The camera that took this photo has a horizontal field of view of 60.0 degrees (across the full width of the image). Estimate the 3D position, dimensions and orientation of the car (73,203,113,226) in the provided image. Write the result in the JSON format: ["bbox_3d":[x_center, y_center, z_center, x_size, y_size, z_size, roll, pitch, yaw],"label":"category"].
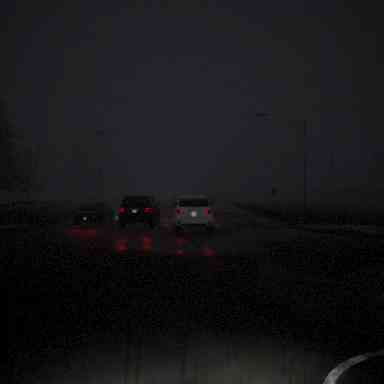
[{"bbox_3d":[-6.897,1.511,23.832,2.128,1.511,4.902,0,0,0],"label":"car"}]

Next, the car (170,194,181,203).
[{"bbox_3d":[-3.491,1.413,70.534,2.097,1.767,4.553,0,0,0],"label":"car"}]

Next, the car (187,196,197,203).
[{"bbox_3d":[0.009,1.582,70.146,2.128,1.511,4.902,0,0,0],"label":"car"}]

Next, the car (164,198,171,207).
[{"bbox_3d":[-3.396,1.604,49.309,1.994,1.385,4.181,0,0,0],"label":"car"}]

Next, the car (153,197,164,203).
[{"bbox_3d":[-6.991,1.652,70.177,1.895,1.301,4.718,0,0,0],"label":"car"}]

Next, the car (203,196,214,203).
[{"bbox_3d":[3.509,1.505,70.149,2.033,1.411,5.357,0,0,0],"label":"car"}]

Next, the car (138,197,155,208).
[{"bbox_3d":[-6.894,1.519,50.317,1.882,1.535,5.008,0,0,0],"label":"car"}]

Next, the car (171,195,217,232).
[{"bbox_3d":[0.101,1.238,20.444,2.150,2.045,5.566,0,0,0],"label":"car"}]

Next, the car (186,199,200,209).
[{"bbox_3d":[0.104,1.639,47.272,1.895,1.301,4.718,0,0,0],"label":"car"}]

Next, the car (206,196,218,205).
[{"bbox_3d":[3.507,1.553,59.729,1.837,1.490,4.892,0,0,0],"label":"car"}]

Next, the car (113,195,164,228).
[{"bbox_3d":[-3.398,1.240,22.350,2.150,2.045,5.566,0,0,0],"label":"car"}]
